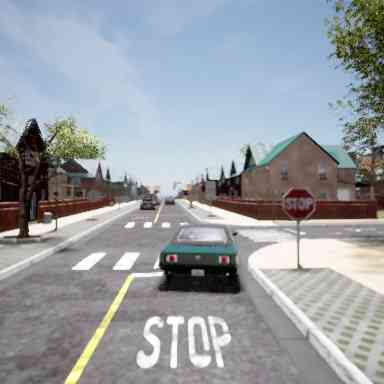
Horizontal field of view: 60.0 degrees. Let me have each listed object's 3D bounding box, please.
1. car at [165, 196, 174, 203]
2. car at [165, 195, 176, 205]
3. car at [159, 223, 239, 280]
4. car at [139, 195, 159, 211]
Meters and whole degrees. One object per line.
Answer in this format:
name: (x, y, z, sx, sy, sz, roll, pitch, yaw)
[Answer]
car: (-4.703, 1.557, 69.327, 1.994, 1.385, 4.181, 0, 0, -4)
car: (-3.941, 1.599, 59.947, 2.033, 1.411, 5.357, 0, 0, -4)
car: (0.409, 1.575, 9.907, 1.895, 1.301, 4.718, 0, 0, 7)
car: (-5.430, 1.482, 41.201, 1.837, 1.490, 4.892, 0, 0, -4)
